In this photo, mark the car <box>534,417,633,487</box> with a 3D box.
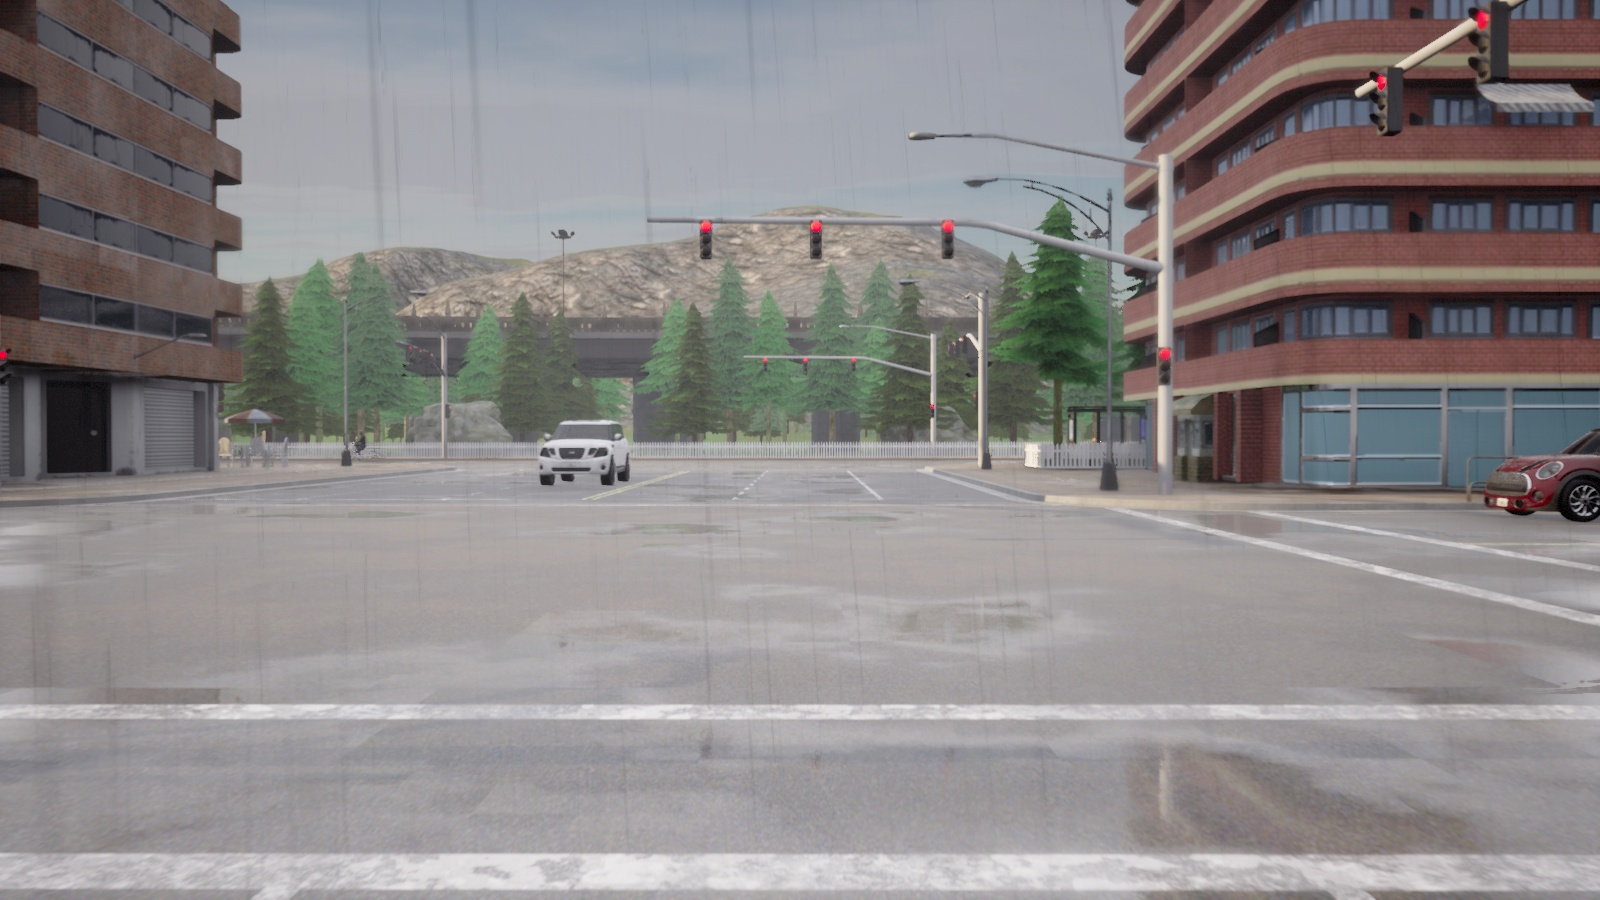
[{"bbox_3d":[-6.759,0.030,39.810,2.150,2.045,5.566,0,1,0],"label":"car"}]

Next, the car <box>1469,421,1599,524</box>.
[{"bbox_3d":[14.815,0.373,22.494,4.553,1.767,2.097,0,1,0],"label":"car"}]
